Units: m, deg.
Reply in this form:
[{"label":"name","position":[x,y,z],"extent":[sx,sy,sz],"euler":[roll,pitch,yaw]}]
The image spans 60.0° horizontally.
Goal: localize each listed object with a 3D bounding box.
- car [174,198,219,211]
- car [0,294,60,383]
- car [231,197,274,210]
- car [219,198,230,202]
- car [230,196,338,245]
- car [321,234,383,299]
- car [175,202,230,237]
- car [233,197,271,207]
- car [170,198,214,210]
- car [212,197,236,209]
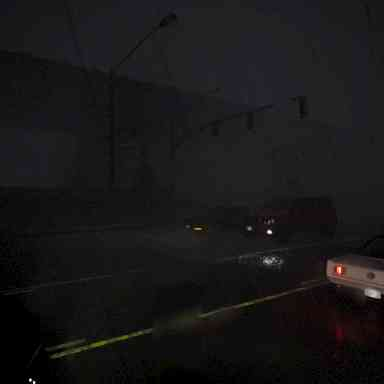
[{"label":"car","position":[0.107,1.453,36.418],"extent":[4.974,1.542,2.038],"euler":[0,0,8]},{"label":"car","position":[-3.463,1.221,1.280],"extent":[5.566,2.045,2.150],"euler":[0,0,-35]},{"label":"car","position":[7.762,1.453,42.863],"extent":[4.974,1.542,2.038],"euler":[0,0,-7]},{"label":"car","position":[3.852,1.453,39.103],"extent":[2.038,1.542,4.974],"euler":[0,0,18]},{"label":"car","position":[4.730,1.221,15.966],"extent":[5.566,2.045,2.150],"euler":[0,0,-36]},{"label":"car","position":[5.180,1.601,7.470],"extent":[4.718,1.301,1.895],"euler":[0,0,-35]},{"label":"car","position":[1.751,1.505,18.140],"extent":[4.892,1.490,1.837],"euler":[0,0,-36]},{"label":"car","position":[7.710,1.295,42.856],"extent":[4.536,1.218,1.853],"euler":[0,0,-7]},{"label":"car","position":[0.056,1.295,36.425],"extent":[4.536,1.218,1.853],"euler":[0,0,8]},{"label":"car","position":[3.868,1.295,39.152],"extent":[1.853,1.218,4.536],"euler":[0,0,18]}]
